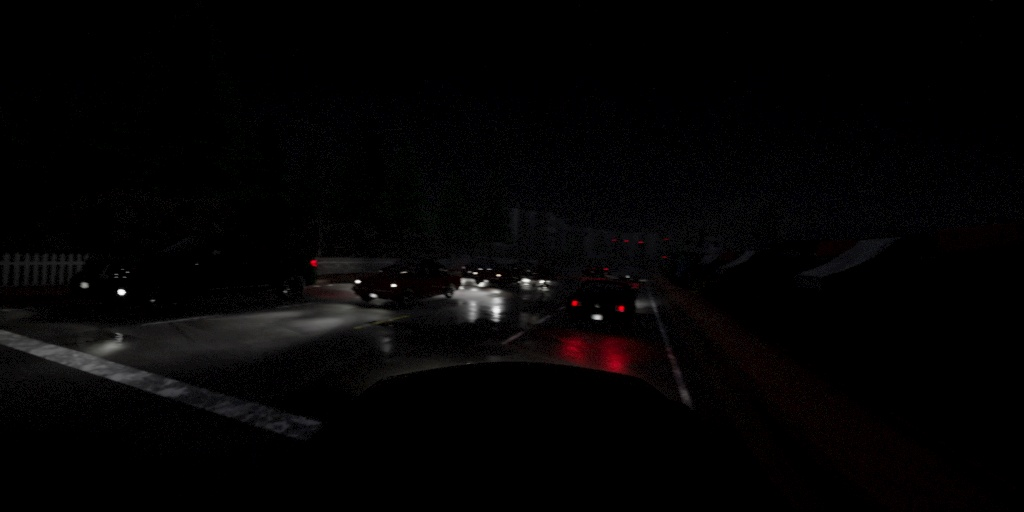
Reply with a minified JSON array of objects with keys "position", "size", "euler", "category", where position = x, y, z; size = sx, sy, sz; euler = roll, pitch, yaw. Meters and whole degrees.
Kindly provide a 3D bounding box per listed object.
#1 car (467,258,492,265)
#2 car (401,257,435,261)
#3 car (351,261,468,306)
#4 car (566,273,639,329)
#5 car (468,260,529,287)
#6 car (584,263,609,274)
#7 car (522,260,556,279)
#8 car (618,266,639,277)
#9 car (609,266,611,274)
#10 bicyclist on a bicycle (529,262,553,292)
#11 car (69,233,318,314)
[{"position":[-2.298,0.918,28.369],"size":[1.812,1.442,4.674],"euler":[4,0,20],"category":"car"},{"position":[-5.321,0.786,19.789],"size":[1.812,1.442,4.674],"euler":[4,0,19],"category":"car"},{"position":[-3.766,1.012,13.746],"size":[1.895,1.301,4.718],"euler":[4,0,19],"category":"car"},{"position":[3.235,1.486,12.284],"size":[1.895,1.301,4.718],"euler":[4,0,21],"category":"car"},{"position":[-0.719,1.145,22.391],"size":[1.895,1.301,4.718],"euler":[4,0,19],"category":"car"},{"position":[9.214,1.542,39.594],"size":[1.882,1.535,5.008],"euler":[4,0,20],"category":"car"},{"position":[2.607,1.215,31.776],"size":[1.812,1.442,4.674],"euler":[4,0,19],"category":"car"},{"position":[11.880,1.790,36.505],"size":[1.812,1.442,4.674],"euler":[4,0,19],"category":"car"},{"position":[12.426,1.751,48.865],"size":[2.033,1.411,5.357],"euler":[4,0,19],"category":"car"},{"position":[1.633,1.173,19.799],"size":[1.656,1.620,0.582],"euler":[3,1,-33],"category":"bicyclist on a bicycle"},{"position":[-8.577,0.339,10.585],"size":[2.150,2.045,5.566],"euler":[4,0,20],"category":"car"}]
